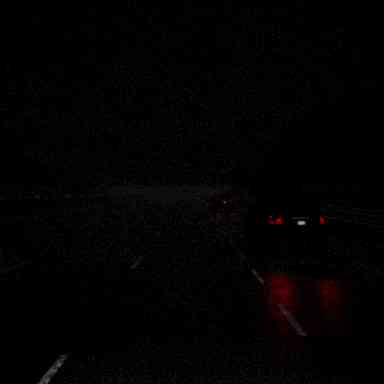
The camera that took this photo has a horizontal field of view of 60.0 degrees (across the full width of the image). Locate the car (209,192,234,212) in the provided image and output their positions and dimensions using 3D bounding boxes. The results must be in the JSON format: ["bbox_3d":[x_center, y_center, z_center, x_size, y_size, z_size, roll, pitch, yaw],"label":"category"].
[{"bbox_3d":[3.494,1.163,38.276,2.150,2.045,5.566,0,0,0],"label":"car"}]

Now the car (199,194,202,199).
[{"bbox_3d":[3.488,1.456,83.791,1.895,1.301,4.718,0,0,0],"label":"car"}]

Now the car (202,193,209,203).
[{"bbox_3d":[3.490,1.395,67.189,1.812,1.442,4.674,0,0,0],"label":"car"}]

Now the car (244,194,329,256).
[{"bbox_3d":[3.498,1.075,13.286,2.150,2.045,5.566,0,0,0],"label":"car"}]
